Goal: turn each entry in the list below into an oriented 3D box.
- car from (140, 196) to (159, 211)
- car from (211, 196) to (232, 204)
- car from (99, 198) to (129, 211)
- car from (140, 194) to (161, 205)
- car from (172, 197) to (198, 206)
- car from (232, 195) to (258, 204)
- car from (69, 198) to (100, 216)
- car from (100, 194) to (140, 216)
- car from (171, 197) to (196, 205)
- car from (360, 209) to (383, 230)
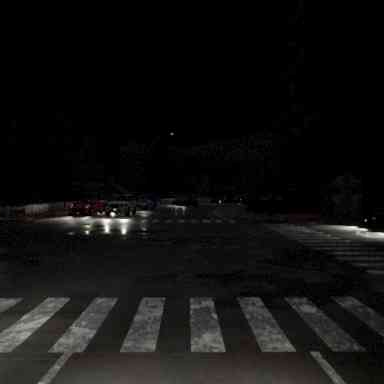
[{"bbox_3d":[-6.150,1.566,42.473,1.812,1.442,4.674,0,0,12],"label":"car"},{"bbox_3d":[6.436,1.610,67.047,5.357,1.411,2.033,0,0,-33],"label":"car"},{"bbox_3d":[-9.720,1.517,42.065,1.882,1.535,5.008,0,0,10],"label":"car"},{"bbox_3d":[-6.955,1.270,51.750,2.150,2.045,5.566,0,0,26],"label":"car"},{"bbox_3d":[-0.831,1.577,55.320,1.812,1.442,4.674,0,0,36],"label":"car"},{"bbox_3d":[10.788,1.412,65.339,4.553,1.767,2.097,0,0,-27],"label":"car"},{"bbox_3d":[-10.391,1.383,32.867,2.097,1.767,4.553,0,0,3],"label":"car"},{"bbox_3d":[-6.943,1.252,32.874,2.150,2.045,5.566,0,0,1],"label":"car"},{"bbox_3d":[-1.571,1.582,60.448,1.812,1.442,4.674,0,0,42],"label":"car"},{"bbox_3d":[13.101,1.640,21.251,4.181,1.385,1.994,0,0,0],"label":"car"}]
